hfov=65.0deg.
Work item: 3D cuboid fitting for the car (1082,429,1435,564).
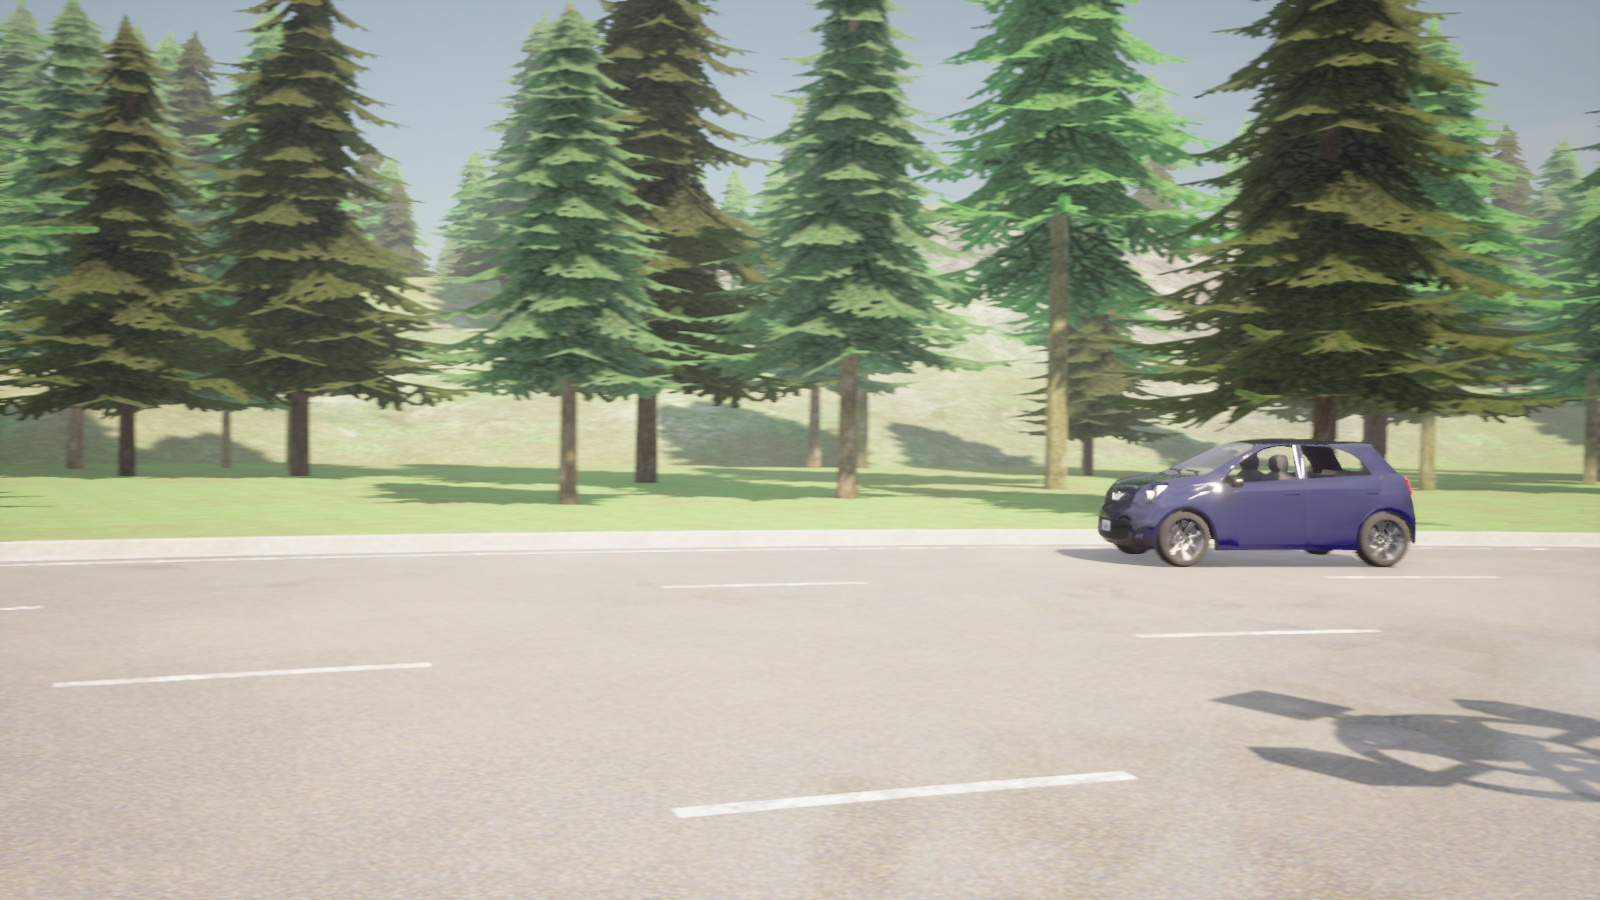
[{"bbox_3d":[5.551,0.518,15.471,3.633,1.501,1.845,-1,1,-7],"label":"car"}]
